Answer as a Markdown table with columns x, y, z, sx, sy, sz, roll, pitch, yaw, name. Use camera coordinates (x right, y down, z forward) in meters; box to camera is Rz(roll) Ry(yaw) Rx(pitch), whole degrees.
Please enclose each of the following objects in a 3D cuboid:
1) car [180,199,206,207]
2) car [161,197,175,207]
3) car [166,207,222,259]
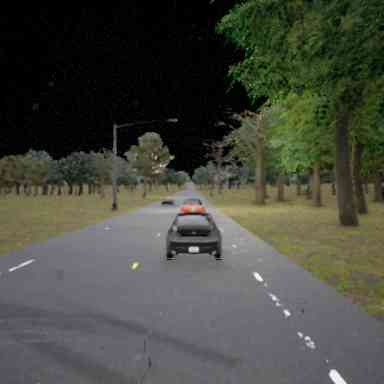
| x | y | z | sx | sy | sz | roll | pitch | yaw | name |
| --- | --- | --- | --- | --- | --- | --- | --- | --- | --- |
| 0.078 | 1.348 | 27.624 | 2.097 | 1.767 | 4.553 | 0 | 0 | 0 | car |
| -3.565 | 1.466 | 49.655 | 1.895 | 1.301 | 4.718 | 0 | 1 | 0 | car |
| 0.073 | 1.513 | 12.564 | 1.837 | 1.490 | 4.892 | 0 | 0 | 0 | car |
